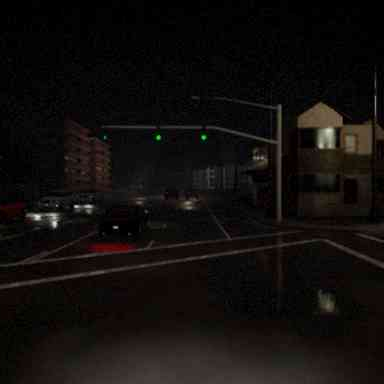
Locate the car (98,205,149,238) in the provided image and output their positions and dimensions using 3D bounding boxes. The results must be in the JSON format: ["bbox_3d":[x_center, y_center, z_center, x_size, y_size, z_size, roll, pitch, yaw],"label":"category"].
[{"bbox_3d":[-3.381,1.393,17.204,1.882,1.535,5.008,0,1,0],"label":"car"}]

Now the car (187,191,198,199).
[{"bbox_3d":[0.058,0.566,68.454,2.128,1.511,4.902,0,0,0],"label":"car"}]

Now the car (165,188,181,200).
[{"bbox_3d":[-3.451,0.310,57.759,2.150,2.045,5.566,0,0,0],"label":"car"}]

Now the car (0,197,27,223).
[{"bbox_3d":[-14.063,1.198,24.249,2.097,1.767,4.553,0,1,0],"label":"car"}]

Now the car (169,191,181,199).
[{"bbox_3d":[-3.442,0.605,68.457,2.128,1.511,4.902,0,-1,0],"label":"car"}]

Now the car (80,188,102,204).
[{"bbox_3d":[-13.961,0.527,45.499,2.150,2.045,5.566,0,2,0],"label":"car"}]

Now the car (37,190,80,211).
[{"bbox_3d":[-13.989,0.840,34.763,2.150,2.045,5.566,0,2,0],"label":"car"}]

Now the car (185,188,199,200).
[{"bbox_3d":[0.049,0.306,58.054,2.150,2.045,5.566,0,0,0],"label":"car"}]
